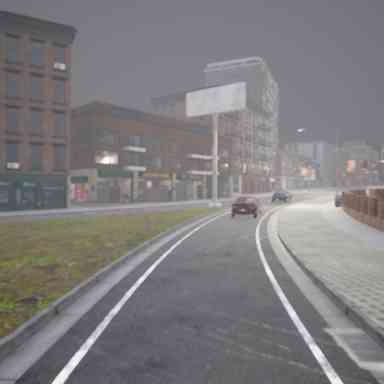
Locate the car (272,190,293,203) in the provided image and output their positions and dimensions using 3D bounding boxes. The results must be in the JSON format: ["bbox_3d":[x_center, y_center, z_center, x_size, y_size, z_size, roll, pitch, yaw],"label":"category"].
[{"bbox_3d":[11.679,0.553,42.768,1.837,1.490,4.892,0,2,30],"label":"car"}]

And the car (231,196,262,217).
[{"bbox_3d":[4.363,1.063,26.112,1.882,1.535,5.008,0,2,17],"label":"car"}]
